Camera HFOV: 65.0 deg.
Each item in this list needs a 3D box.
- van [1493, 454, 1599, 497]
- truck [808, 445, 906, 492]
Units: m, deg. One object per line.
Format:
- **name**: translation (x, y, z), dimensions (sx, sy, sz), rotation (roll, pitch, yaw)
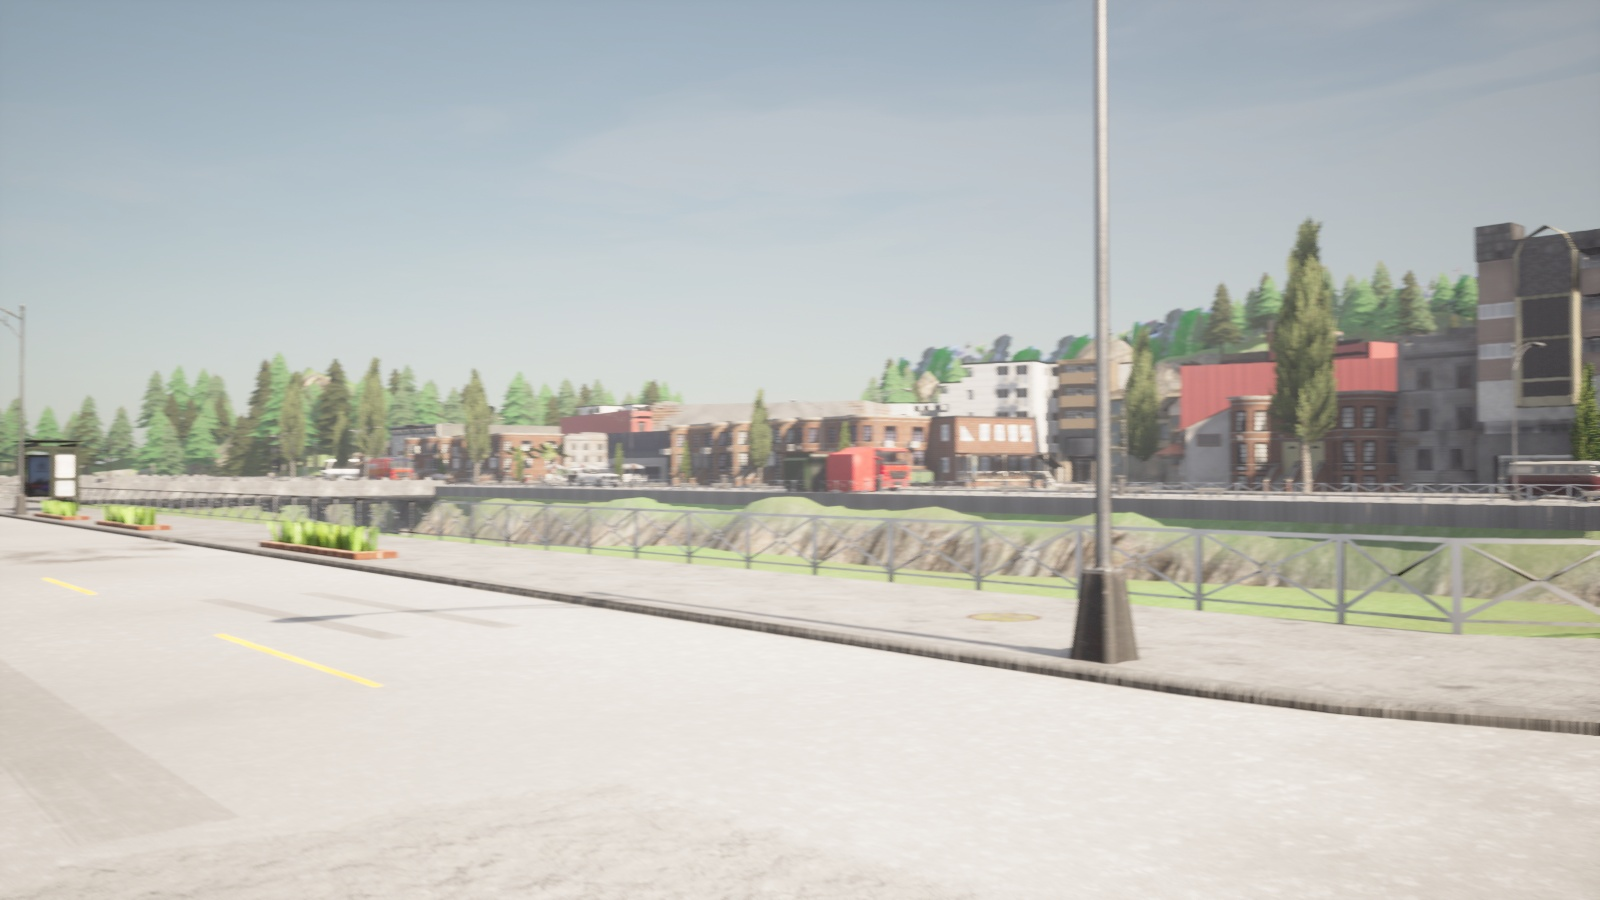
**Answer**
- **van**: translation (36.336, 1.243, 60.896), dimensions (1.775, 1.987, 4.442), rotation (0, -1, -41)
- **truck**: translation (4.324, 1.473, 97.700), dimensions (2.891, 3.462, 7.936), rotation (0, -1, -41)
